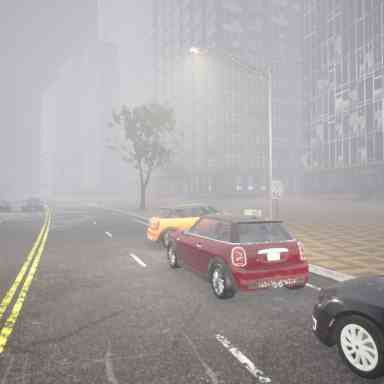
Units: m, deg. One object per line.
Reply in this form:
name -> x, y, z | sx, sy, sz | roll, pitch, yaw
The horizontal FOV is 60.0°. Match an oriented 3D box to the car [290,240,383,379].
car -> 3.620, 1.505, 3.359 | 1.837, 1.490, 4.892 | 0, 0, -35

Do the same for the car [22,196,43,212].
car -> -18.816, 1.393, 39.379 | 2.097, 1.767, 4.553 | 0, 0, -24

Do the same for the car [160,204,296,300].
car -> 0.887, 1.355, 8.831 | 2.097, 1.767, 4.553 | 0, 0, -22

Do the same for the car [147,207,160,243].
car -> 0.390, 1.276, 14.412 | 4.553, 1.767, 2.097 | -3, 1, -18

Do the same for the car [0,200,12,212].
car -> -21.773, 1.602, 38.030 | 1.994, 1.385, 4.181 | 0, 0, -24
